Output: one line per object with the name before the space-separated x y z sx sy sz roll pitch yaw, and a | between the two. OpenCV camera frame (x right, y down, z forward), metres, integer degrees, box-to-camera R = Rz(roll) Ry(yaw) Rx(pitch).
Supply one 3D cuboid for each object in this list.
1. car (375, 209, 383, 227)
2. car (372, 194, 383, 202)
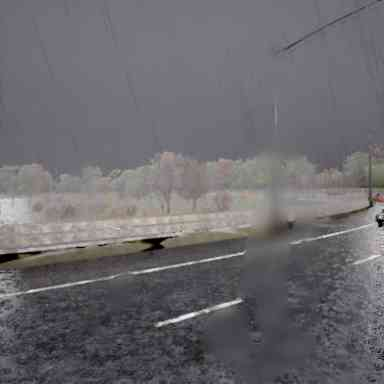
car | 13.084 1.503 20.835 1.895 1.301 4.718 -1 0 42
car | 36.469 1.080 64.196 2.097 1.767 4.553 0 0 14
